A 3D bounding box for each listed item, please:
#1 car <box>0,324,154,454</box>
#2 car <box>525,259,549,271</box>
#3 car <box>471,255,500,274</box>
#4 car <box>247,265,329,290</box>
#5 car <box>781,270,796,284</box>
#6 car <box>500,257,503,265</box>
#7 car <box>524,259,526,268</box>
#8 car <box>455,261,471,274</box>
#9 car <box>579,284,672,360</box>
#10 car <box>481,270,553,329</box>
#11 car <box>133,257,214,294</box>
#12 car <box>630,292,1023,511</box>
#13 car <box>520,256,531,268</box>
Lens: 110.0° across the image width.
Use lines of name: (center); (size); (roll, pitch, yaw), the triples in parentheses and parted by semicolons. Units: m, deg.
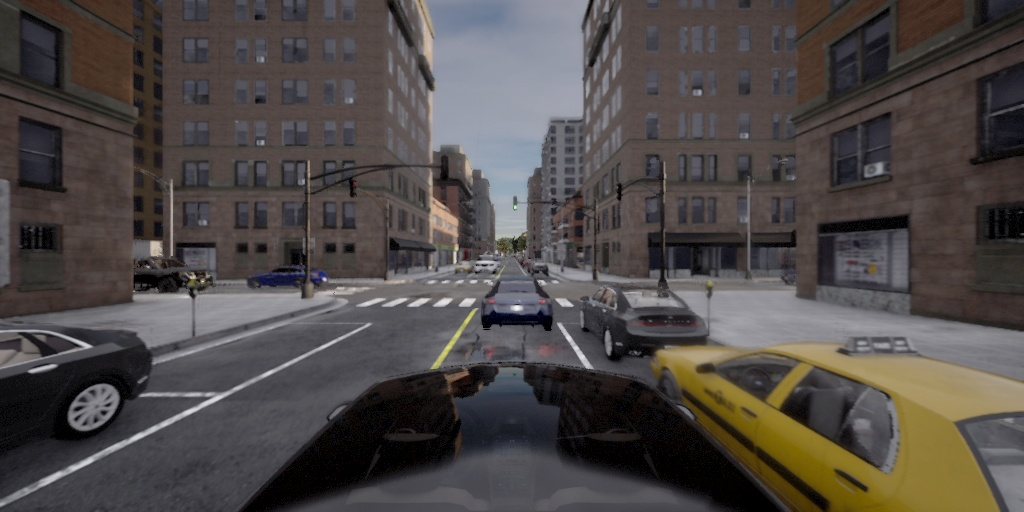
car: (-5.388, 1.299, 2.695); (2.007, 1.370, 4.403); (0, 0, 0)
car: (2.646, 1.248, 34.977); (2.007, 1.370, 4.403); (0, 0, 0)
car: (-2.832, 0.911, 39.543); (2.150, 2.045, 5.566); (0, 0, 0)
car: (-14.027, 1.311, 22.551); (4.674, 1.442, 1.812); (0, 0, 2)
car: (19.756, 1.125, 22.743); (4.674, 1.442, 1.812); (0, 0, 0)
car: (-2.793, 1.260, 56.519); (1.895, 1.301, 4.718); (0, 0, 0)
car: (2.647, 1.270, 40.658); (1.802, 1.307, 4.207); (0, 0, 0)
car: (-5.378, 1.213, 40.489); (1.751, 1.417, 4.829); (0, 0, 0)
car: (2.642, 1.291, 8.101); (2.007, 1.370, 4.403); (0, 0, 0)
car: (0.171, 1.299, 11.151); (1.994, 1.385, 4.181); (0, 0, 1)
car: (-19.778, 1.044, 19.740); (5.566, 2.045, 2.150); (0, 0, 0)
car: (2.646, 1.274, 2.865); (1.751, 1.417, 4.829); (0, 0, 0)
car: (2.651, 1.097, 57.704); (1.967, 1.591, 4.097); (0, 0, 0)
